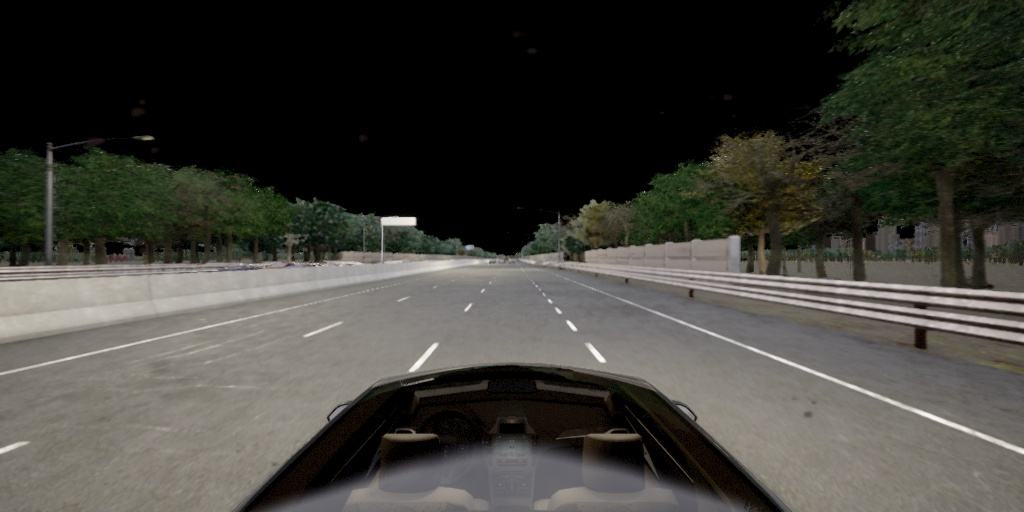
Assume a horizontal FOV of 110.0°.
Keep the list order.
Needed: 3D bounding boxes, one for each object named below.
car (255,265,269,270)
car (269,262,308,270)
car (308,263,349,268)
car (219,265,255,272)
[{"bbox_3d":[-24.585,1.438,38.480,1.882,1.535,5.008,0,0,0],"label":"car"},{"bbox_3d":[-21.094,1.491,35.647,2.033,1.411,5.357,0,0,0],"label":"car"},{"bbox_3d":[-17.593,1.435,35.638,2.128,1.511,4.902,0,0,0],"label":"car"},{"bbox_3d":[-28.085,1.555,37.516,1.895,1.301,4.718,0,0,0],"label":"car"}]
